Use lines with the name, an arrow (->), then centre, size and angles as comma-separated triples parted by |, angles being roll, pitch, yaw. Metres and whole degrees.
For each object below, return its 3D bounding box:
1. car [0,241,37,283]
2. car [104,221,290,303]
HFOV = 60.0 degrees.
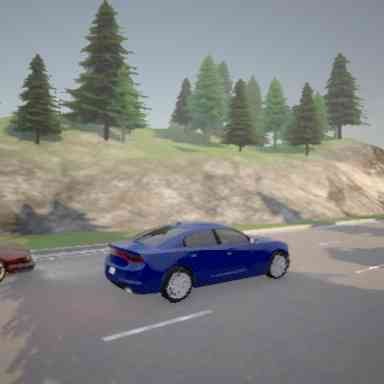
car -> -6.613, 1.547, 7.642 | 5.357, 1.411, 2.033 | 0, 0, -35
car -> 0.366, 1.478, 8.307 | 5.008, 1.535, 1.882 | 0, 0, -36
